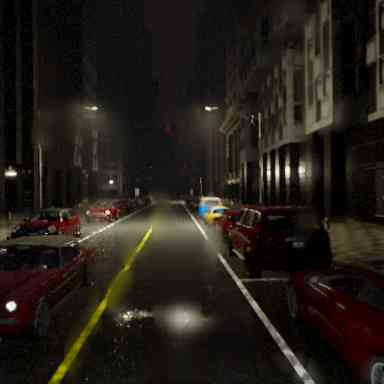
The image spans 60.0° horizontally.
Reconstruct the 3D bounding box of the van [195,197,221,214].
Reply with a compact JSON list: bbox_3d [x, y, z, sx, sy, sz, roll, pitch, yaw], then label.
[{"bbox_3d":[1.452,1.327,26.783,1.690,1.788,3.998,0,0,-3],"label":"van"}]

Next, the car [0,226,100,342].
[{"bbox_3d":[-3.279,1.635,6.606,1.895,1.301,4.718,-1,0,-3],"label":"car"}]

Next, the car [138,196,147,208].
[{"bbox_3d":[-8.210,1.643,48.707,2.008,1.369,4.403,0,0,-3],"label":"car"}]

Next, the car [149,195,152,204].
[{"bbox_3d":[-8.786,1.647,59.895,1.887,1.381,4.507,0,0,-3],"label":"car"}]

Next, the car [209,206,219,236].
[{"bbox_3d":[2.030,1.561,15.594,1.802,1.307,4.206,0,0,-3],"label":"car"}]

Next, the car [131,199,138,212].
[{"bbox_3d":[-7.634,1.649,37.518,1.947,1.339,4.313,0,0,-3],"label":"car"}]

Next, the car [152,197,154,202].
[{"bbox_3d":[-9.076,1.422,65.490,2.192,1.841,5.009,0,0,-3],"label":"car"}]

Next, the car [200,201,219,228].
[{"bbox_3d":[1.733,1.508,21.358,1.752,1.417,4.829,0,0,-3],"label":"car"}]

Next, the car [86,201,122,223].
[{"bbox_3d":[-7.059,1.515,26.330,1.967,1.590,4.097,0,0,-3],"label":"car"}]

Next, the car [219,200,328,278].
[{"bbox_3d":[2.316,1.291,9.999,2.192,1.841,5.009,0,0,-3],"label":"car"}]

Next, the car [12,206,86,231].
[{"bbox_3d":[-6.484,1.508,15.141,1.967,1.590,4.097,0,0,-3],"label":"car"}]

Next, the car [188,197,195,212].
[{"bbox_3d":[0.878,1.576,37.973,1.802,1.307,4.206,0,0,-3],"label":"car"}]

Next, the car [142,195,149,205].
[{"bbox_3d":[-8.489,1.622,54.131,1.752,1.417,4.829,0,0,-3],"label":"car"}]

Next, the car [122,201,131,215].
[{"bbox_3d":[-7.346,1.661,31.923,1.802,1.307,4.206,0,0,-3],"label":"car"}]

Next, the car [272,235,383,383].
[{"bbox_3d":[2.606,1.555,4.404,1.802,1.307,4.206,0,0,-3],"label":"car"}]

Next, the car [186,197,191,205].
[{"bbox_3d":[0.590,1.580,43.567,1.802,1.307,4.206,0,0,-3],"label":"car"}]

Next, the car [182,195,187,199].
[{"bbox_3d":[-0.274,1.557,60.351,1.887,1.381,4.507,0,0,-3],"label":"car"}]
